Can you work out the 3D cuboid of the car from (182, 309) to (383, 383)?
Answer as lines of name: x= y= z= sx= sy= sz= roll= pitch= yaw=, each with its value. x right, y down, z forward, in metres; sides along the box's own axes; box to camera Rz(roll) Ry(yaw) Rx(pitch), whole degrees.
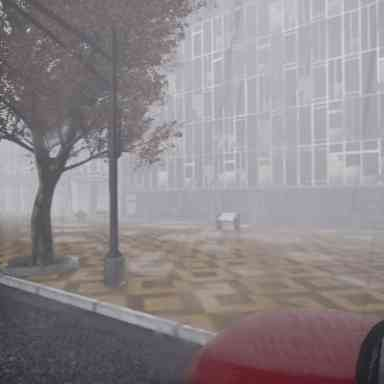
car: x=2.152 y=1.304 z=1.341 sx=5.009 sy=1.841 sz=2.192 roll=-1 pitch=0 yaw=36
